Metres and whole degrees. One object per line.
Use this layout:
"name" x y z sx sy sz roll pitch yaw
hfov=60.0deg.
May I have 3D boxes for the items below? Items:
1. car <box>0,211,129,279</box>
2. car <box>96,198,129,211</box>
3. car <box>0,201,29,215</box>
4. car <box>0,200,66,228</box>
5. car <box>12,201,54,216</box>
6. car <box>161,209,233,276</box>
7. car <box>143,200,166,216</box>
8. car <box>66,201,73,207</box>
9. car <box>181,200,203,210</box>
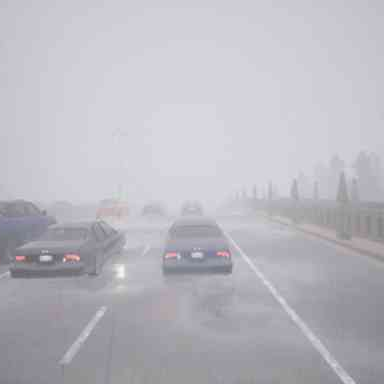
"car" -3.392 1.566 10.192 2.033 1.411 5.357 -1 0 0
"car" -7.011 1.347 29.762 2.097 1.767 4.553 -1 0 0
"car" -21.164 1.878 38.746 1.837 1.490 4.892 -1 -2 0
"car" -6.911 1.302 12.343 2.150 2.045 5.566 -1 0 0
"car" -17.669 1.812 37.307 2.033 1.411 5.357 -1 -1 0
"car" 0.108 1.494 10.189 2.033 1.411 5.357 -1 0 0
"car" -3.517 1.445 31.231 1.812 1.442 4.674 -1 0 0
"car" -14.181 1.665 35.399 1.837 1.490 4.892 -1 -1 0
"car" -0.015 1.412 30.896 1.994 1.385 4.181 -1 0 0
